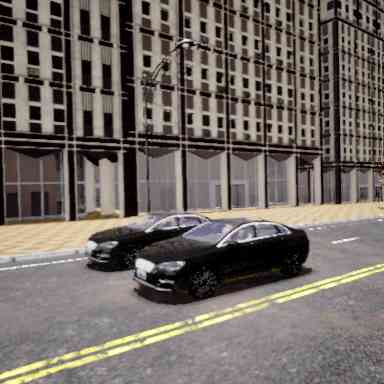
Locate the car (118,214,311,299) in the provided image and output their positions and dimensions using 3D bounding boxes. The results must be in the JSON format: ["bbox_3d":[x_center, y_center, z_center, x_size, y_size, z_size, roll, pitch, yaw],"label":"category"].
[{"bbox_3d":[0.944,1.419,8.343,4.902,1.511,2.128,-1,1,-35],"label":"car"}]

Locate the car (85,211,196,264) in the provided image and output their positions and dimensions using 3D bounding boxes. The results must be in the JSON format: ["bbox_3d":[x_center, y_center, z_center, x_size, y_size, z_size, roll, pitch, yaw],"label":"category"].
[{"bbox_3d":[-0.960,1.419,10.979,4.902,1.511,2.128,-1,1,-35],"label":"car"}]
